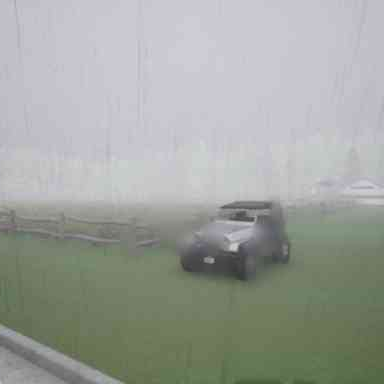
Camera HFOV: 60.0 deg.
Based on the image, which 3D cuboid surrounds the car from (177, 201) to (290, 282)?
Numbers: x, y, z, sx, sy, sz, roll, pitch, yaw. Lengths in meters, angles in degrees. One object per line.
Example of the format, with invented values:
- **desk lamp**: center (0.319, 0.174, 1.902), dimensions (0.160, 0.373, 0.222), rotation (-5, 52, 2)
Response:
- **car**: center (1.410, 1.215, 9.523), dimensions (1.905, 1.878, 3.866), rotation (0, 0, 35)
